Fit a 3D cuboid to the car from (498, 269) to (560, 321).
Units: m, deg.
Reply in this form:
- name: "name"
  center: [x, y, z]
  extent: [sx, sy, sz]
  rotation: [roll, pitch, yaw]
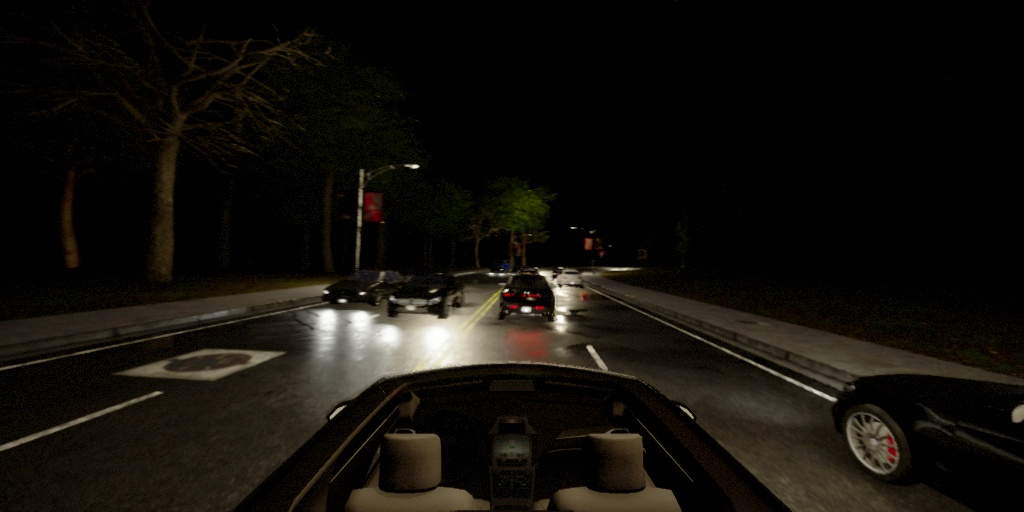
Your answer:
- name: "car"
  center: [0.567, 1.426, 13.409]
  extent: [1.837, 1.490, 4.892]
  rotation: [2, -1, 3]

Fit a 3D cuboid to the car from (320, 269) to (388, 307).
- name: "car"
  center: [-6.023, 1.288, 15.688]
  extent: [2.033, 1.411, 5.357]
  rotation: [2, -1, 3]

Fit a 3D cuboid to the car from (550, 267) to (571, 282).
- name: "car"
  center: [5.285, 1.968, 39.641]
  extent: [2.033, 1.411, 5.357]
  rotation: [2, -1, 6]

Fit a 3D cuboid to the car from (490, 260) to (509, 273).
- name: "car"
  center: [-1.905, 1.649, 57.410]
  extent: [2.150, 2.045, 5.566]
  rotation: [1, 0, 13]

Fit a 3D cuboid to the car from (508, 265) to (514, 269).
- name: "car"
  center: [1.216, 2.069, 56.409]
  extent: [1.994, 1.385, 4.181]
  rotation: [1, -1, 12]

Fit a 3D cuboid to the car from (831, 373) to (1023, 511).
- name: "car"
  center: [4.268, 1.414, 1.861]
  extent: [1.812, 1.442, 4.674]
  rotation: [2, -1, 3]

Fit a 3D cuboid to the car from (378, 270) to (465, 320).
- name: "car"
  center: [-2.904, 1.331, 13.054]
  extent: [1.812, 1.442, 4.674]
  rotation: [2, -1, 3]

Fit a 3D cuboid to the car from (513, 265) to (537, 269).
- name: "car"
  center: [1.530, 1.696, 32.014]
  extent: [2.128, 1.511, 4.902]
  rotation: [2, -1, 3]

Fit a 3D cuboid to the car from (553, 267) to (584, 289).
- name: "car"
  center: [4.551, 1.778, 28.417]
  extent: [1.812, 1.442, 4.674]
  rotation: [2, -1, 4]
